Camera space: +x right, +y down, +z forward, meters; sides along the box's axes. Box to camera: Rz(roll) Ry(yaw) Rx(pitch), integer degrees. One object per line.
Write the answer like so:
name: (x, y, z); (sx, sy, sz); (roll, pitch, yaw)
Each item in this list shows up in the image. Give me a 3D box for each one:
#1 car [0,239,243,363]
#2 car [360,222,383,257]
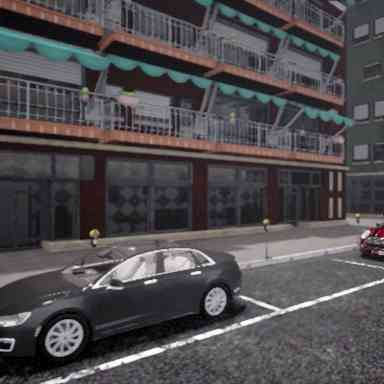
car: (-1.057, 1.565, 5.804); (4.403, 1.369, 2.008); (0, 0, -35)
car: (7.963, 1.524, 12.236); (4.097, 1.590, 1.967); (0, 0, -35)
